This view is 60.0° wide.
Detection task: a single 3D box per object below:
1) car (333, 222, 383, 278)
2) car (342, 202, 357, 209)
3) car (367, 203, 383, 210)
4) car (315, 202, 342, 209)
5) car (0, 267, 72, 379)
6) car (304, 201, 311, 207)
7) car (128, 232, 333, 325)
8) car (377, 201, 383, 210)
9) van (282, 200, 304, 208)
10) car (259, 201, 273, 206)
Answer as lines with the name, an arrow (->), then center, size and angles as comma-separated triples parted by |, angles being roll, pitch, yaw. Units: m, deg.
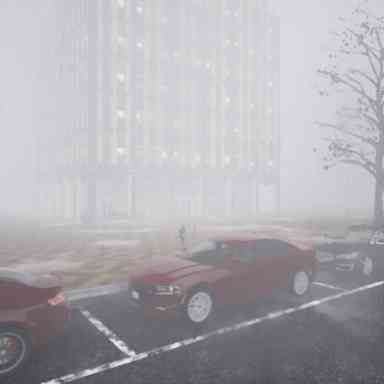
car -> 5.338, 1.657, 10.381 | 4.403, 1.369, 2.008 | 1, -1, -36
car -> 33.012, 2.830, 71.275 | 1.802, 1.307, 4.206 | -1, 0, -36
car -> 32.598, 2.608, 57.216 | 2.008, 1.369, 4.403 | -1, 0, -36
car -> 26.512, 2.754, 65.686 | 1.887, 1.381, 4.507 | -1, 0, -36
car -> -3.658, 1.574, 3.957 | 4.206, 1.307, 1.802 | 1, -1, -36
car -> 26.411, 2.850, 80.248 | 1.967, 1.590, 4.097 | -1, 0, -36
car -> 0.840, 1.594, 7.169 | 4.507, 1.381, 1.887 | 1, -1, -36
car -> 38.277, 2.559, 64.097 | 1.967, 1.590, 4.097 | -1, 0, -36
van -> 21.587, 2.674, 72.569 | 1.690, 1.788, 3.998 | -1, 0, -36
car -> 19.871, 3.155, 89.261 | 1.802, 1.307, 4.206 | -1, 0, -36
